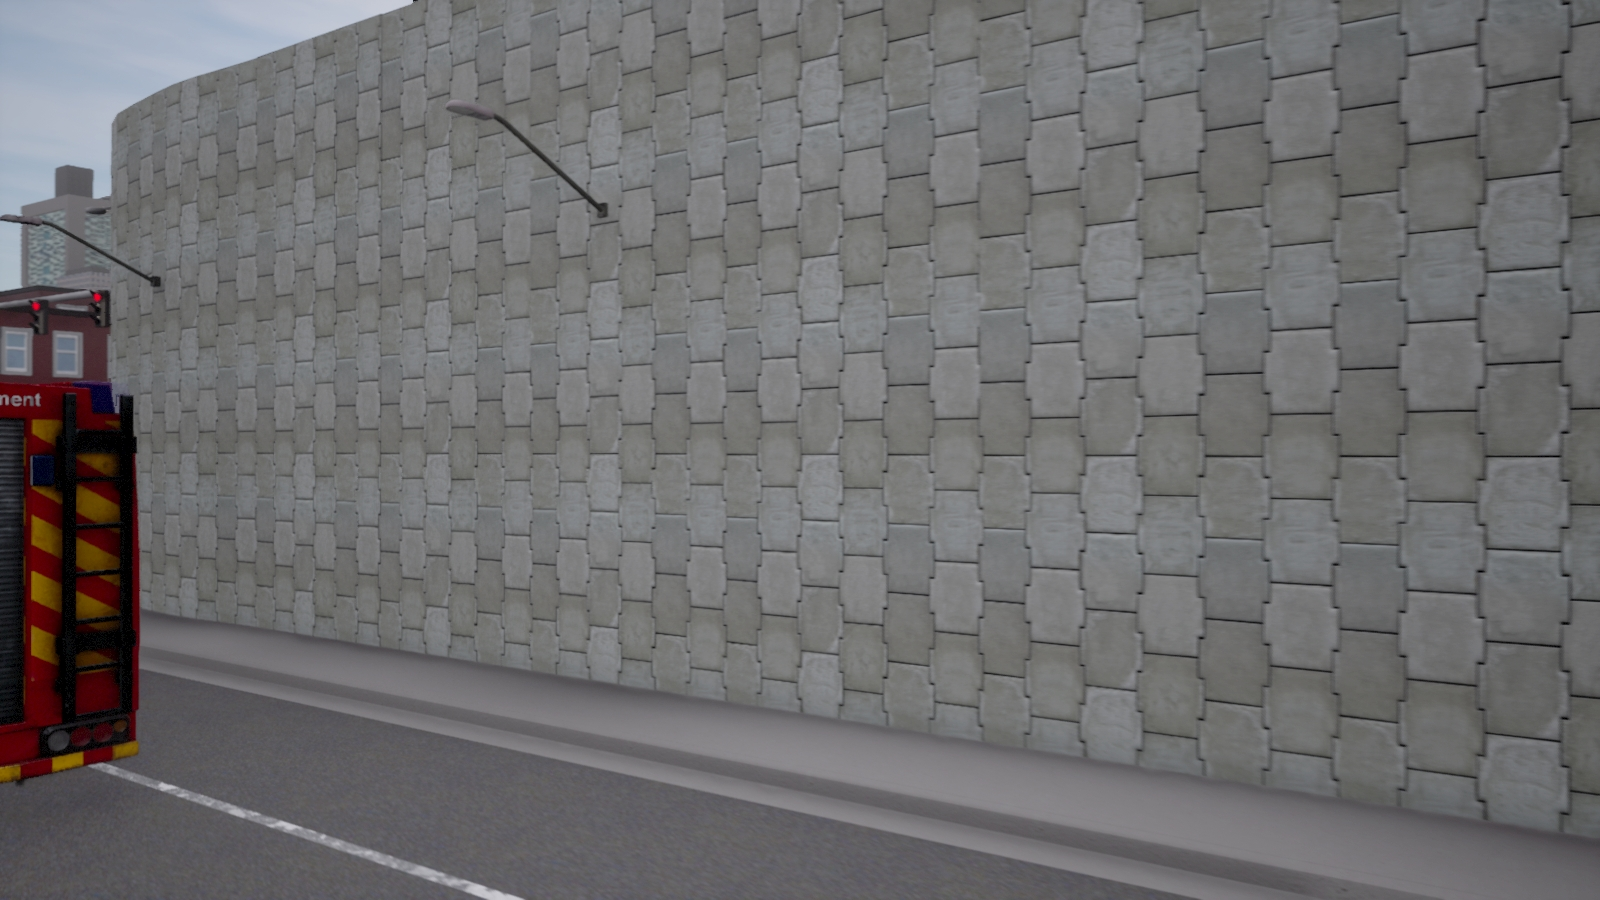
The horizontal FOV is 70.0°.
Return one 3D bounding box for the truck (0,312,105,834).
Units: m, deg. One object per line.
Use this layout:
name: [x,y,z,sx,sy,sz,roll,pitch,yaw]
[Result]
truck: [-9.768,0.900,10.166,8.468,3.827,2.891,0,0,34]
